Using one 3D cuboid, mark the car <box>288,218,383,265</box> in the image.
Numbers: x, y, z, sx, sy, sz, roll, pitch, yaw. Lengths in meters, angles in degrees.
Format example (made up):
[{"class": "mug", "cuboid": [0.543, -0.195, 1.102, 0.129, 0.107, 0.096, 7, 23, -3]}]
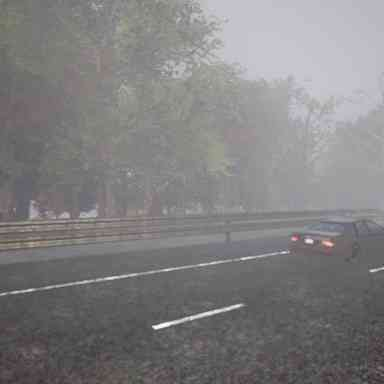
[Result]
[{"class": "car", "cuboid": [5.837, 1.671, 12.279, 5.357, 1.411, 2.033, 1, 0, -36]}]
